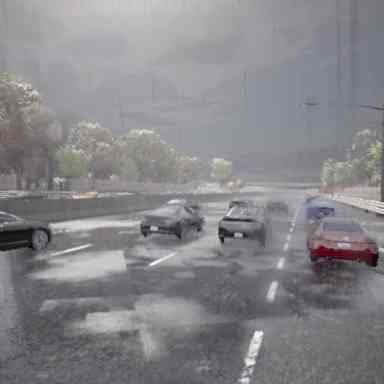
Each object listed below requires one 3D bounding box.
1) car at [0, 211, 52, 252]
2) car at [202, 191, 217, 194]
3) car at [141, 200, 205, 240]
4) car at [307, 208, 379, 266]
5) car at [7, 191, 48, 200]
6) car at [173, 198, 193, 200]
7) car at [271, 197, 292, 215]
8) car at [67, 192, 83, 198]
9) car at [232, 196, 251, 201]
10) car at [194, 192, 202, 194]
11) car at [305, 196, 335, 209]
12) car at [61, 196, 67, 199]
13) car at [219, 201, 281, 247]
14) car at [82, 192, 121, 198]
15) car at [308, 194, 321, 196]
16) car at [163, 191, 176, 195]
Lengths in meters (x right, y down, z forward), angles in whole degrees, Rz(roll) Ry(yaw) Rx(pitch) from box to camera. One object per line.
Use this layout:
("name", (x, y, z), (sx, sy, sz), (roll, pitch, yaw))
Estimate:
("car", (-6.408, 1.234, 10.046), (2.128, 1.511, 4.902), (1, 1, 19))
("car", (4.622, 0.563, 75.569), (2.097, 1.767, 4.553), (1, 1, 19))
("car", (-0.797, 1.314, 15.742), (1.812, 1.442, 4.674), (1, 1, 19))
("car", (5.111, 1.520, 11.647), (1.994, 1.385, 4.181), (1, 1, 19))
("car", (-19.055, 0.629, 38.730), (1.882, 1.535, 5.008), (1, 1, 19))
("car", (-0.682, 1.208, 26.942), (2.033, 1.411, 5.357), (1, 1, 19))
("car", (8.319, 1.293, 31.685), (1.837, 1.490, 4.892), (1, 1, 19))
("car", (-11.708, 0.780, 38.604), (1.882, 1.535, 5.008), (1, 1, 19))
("car", (5.005, 1.212, 32.810), (1.837, 1.490, 4.892), (1, 1, 19))
("car", (1.429, 0.646, 77.060), (1.812, 1.442, 4.674), (1, 1, 19))
("car", (9.709, 1.369, 25.200), (1.882, 1.535, 5.008), (1, 1, 19))
("car", (-14.207, 0.758, 42.139), (2.033, 1.411, 5.357), (1, 1, 19))
("car", (2.501, 1.361, 14.523), (2.128, 1.511, 4.902), (1, 1, 19))
("car", (-9.067, 0.869, 35.506), (1.882, 1.535, 5.008), (1, 1, 19))
("car", (19.547, 1.272, 54.225), (1.837, 1.490, 4.892), (1, 1, 19))
("car", (-5.332, 0.492, 78.912), (2.128, 1.511, 4.902), (1, 1, 19))
